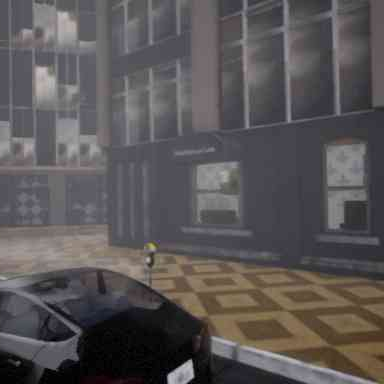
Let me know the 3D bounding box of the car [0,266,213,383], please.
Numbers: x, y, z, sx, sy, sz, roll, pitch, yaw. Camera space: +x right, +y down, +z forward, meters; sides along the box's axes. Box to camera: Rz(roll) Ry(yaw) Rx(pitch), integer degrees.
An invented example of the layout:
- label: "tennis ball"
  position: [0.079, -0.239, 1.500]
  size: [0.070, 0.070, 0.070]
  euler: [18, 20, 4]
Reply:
- label: "car"
  position: [-1.784, 1.606, 4.002]
  size: [4.313, 1.339, 1.947]
  euler: [-1, -1, 36]
